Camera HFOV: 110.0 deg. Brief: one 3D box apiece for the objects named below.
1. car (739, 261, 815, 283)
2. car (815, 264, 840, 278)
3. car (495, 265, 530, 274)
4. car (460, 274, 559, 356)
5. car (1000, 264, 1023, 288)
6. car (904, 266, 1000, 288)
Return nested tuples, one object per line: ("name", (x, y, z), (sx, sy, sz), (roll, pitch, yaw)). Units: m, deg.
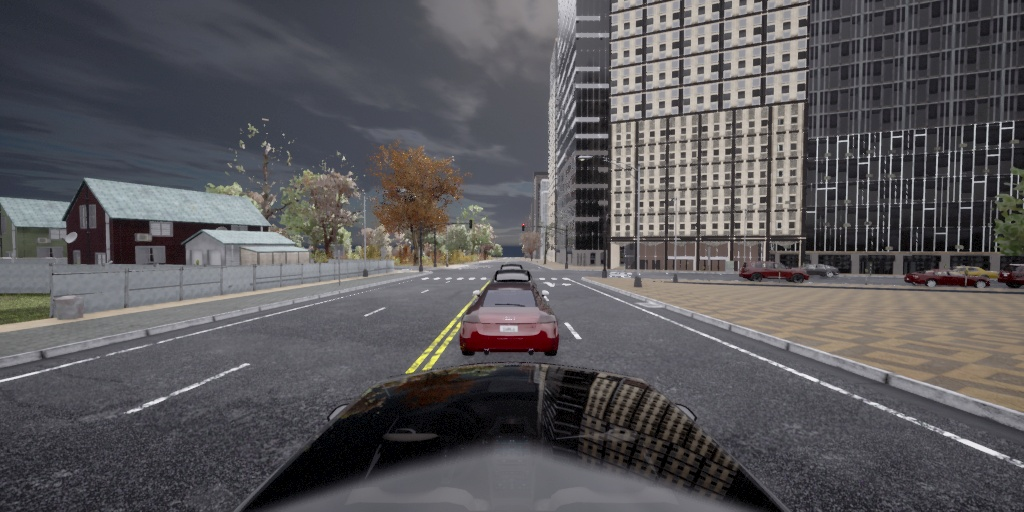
("car", (22.975, 1.394, 31.698), (5.009, 1.841, 2.192), (0, 0, 20))
("car", (31.001, 1.469, 37.157), (4.403, 1.370, 2.007), (0, 0, 20))
("car", (0.029, 1.250, 14.007), (1.837, 1.490, 4.892), (0, 0, 0))
("car", (-0.033, 1.311, 8.622), (1.994, 1.385, 4.181), (0, 0, 1))
("car", (38.952, 1.531, 25.872), (5.009, 1.841, 2.192), (0, 0, 20))
("car", (33.626, 1.715, 27.814), (4.507, 1.381, 1.888), (0, 0, 20))
